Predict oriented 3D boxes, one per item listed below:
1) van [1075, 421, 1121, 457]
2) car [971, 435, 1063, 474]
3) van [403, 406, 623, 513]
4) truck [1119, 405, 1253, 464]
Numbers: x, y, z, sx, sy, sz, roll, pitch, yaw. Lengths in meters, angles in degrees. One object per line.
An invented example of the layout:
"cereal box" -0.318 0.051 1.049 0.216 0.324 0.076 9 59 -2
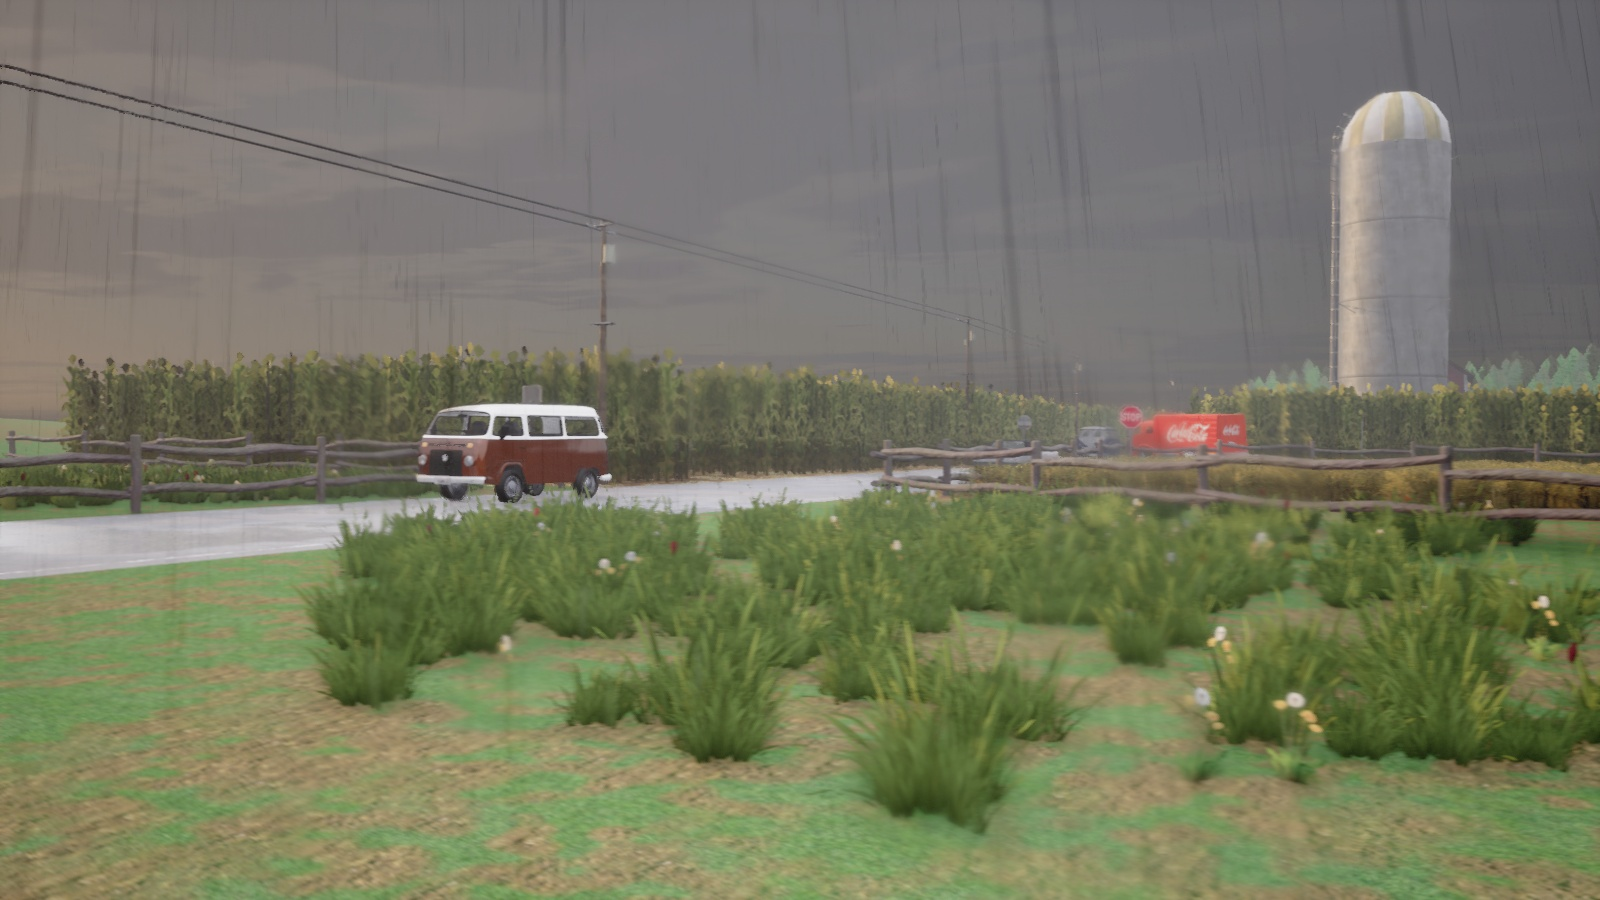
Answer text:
"van" 16.960 -0.642 71.274 1.775 1.987 4.442 0 1 23
"car" 7.917 0.139 45.499 1.895 1.301 4.718 0 1 28
"van" -5.907 0.148 26.418 2.069 2.038 4.480 0 1 28
"truck" 17.346 -0.694 56.727 2.627 2.467 5.204 -3 1 -35
